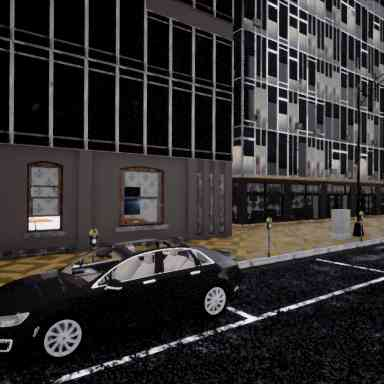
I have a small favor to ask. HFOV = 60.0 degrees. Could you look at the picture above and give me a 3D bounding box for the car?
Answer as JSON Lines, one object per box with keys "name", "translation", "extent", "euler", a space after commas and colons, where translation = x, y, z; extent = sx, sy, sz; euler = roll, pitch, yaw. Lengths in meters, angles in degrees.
{"name": "car", "translation": [-1.072, 1.551, 5.786], "extent": [4.403, 1.369, 2.008], "euler": [0, 0, -35]}
